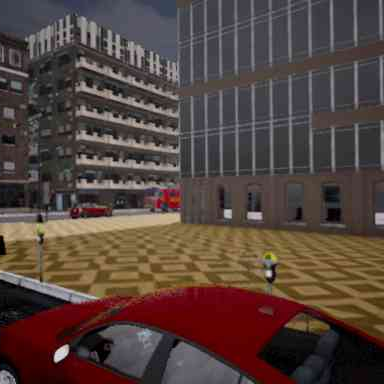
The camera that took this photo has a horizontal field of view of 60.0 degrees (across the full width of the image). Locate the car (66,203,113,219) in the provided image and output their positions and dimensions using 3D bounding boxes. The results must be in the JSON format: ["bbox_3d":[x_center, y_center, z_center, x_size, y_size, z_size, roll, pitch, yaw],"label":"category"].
[{"bbox_3d":[-9.608,1.759,32.064,1.967,1.590,4.097,-2,-2,35],"label":"car"}]

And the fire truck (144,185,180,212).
[{"bbox_3d":[-3.457,1.002,50.652,2.891,3.827,8.468,-1,-1,35],"label":"fire truck"}]

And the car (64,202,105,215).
[{"bbox_3d":[-13.256,2.012,41.322,1.752,1.417,4.829,-2,-2,35],"label":"car"}]

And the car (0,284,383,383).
[{"bbox_3d":[-0.048,1.545,2.920,4.507,1.381,1.887,0,-1,36],"label":"car"}]
